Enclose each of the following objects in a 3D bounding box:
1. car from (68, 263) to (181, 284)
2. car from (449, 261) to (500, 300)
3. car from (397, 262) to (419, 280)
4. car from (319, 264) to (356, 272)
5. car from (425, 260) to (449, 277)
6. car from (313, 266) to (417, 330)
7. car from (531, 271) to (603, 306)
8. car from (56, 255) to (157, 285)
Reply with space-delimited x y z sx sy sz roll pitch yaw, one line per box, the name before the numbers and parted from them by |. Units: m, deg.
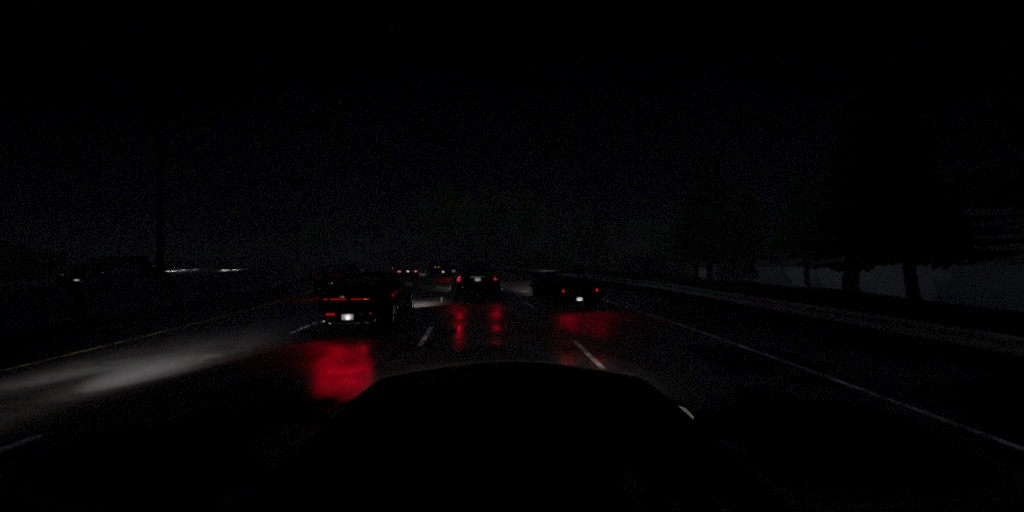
car | -20.297 1.277 19.132 1.812 1.442 4.674 0 0 -17
car | -1.906 1.055 17.777 2.097 1.767 4.553 0 0 -11
car | -8.915 1.230 29.968 2.033 1.411 5.357 0 0 -21
car | -9.541 1.195 20.097 1.882 1.535 5.008 0 0 -14
car | -7.181 1.167 34.691 1.837 1.490 4.892 0 0 -23
car | -4.326 1.236 11.183 1.837 1.490 4.892 0 0 -7
car | 2.147 1.299 15.480 1.895 1.301 4.718 0 0 -9
car | -24.936 0.976 22.349 2.150 2.045 5.566 0 0 -20
